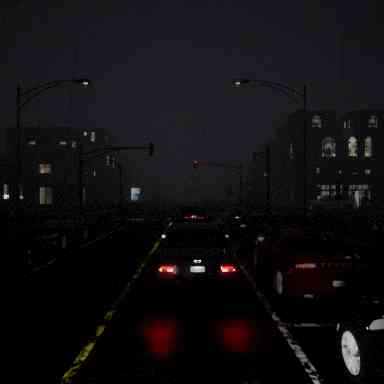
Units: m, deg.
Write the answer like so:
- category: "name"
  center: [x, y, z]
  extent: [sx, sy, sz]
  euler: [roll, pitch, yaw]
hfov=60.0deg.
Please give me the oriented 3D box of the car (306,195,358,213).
- category: "car"
  center: [15.596, 1.315, 37.278]
  extent: [5.566, 2.045, 2.150]
  euler: [0, 0, 1]

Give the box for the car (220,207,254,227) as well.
- category: "car"
  center: [2.687, 1.553, 19.704]
  extent: [2.008, 1.369, 4.403]
  euler: [0, 0, 0]

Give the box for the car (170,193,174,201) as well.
- category: "car"
  center: [-5.717, 1.451, 74.191]
  extent: [1.967, 1.590, 4.097]
  euler: [0, 0, 0]

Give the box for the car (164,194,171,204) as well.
- category: "car"
  center: [-5.713, 1.559, 63.147]
  extent: [2.008, 1.369, 4.403]
  euler: [0, 0, 0]

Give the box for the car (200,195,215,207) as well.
- category: "car"
  center: [2.672, 1.572, 52.094]
  extent: [1.947, 1.339, 4.313]
  euler: [0, 0, 0]

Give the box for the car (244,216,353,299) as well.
- category: "car"
  center: [2.691, 1.546, 8.320]
  extent: [1.887, 1.381, 4.507]
  euler: [0, 0, 0]

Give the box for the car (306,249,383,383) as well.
- category: "car"
  center: [2.694, 1.551, 2.628]
  extent: [2.008, 1.369, 4.403]
  euler: [0, 0, 0]

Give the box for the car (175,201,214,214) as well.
- category: "car"
  center: [0.092, 1.507, 19.499]
  extent: [1.837, 1.490, 4.892]
  euler: [0, 0, 0]

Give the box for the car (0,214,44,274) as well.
- category: "car"
  center: [-5.688, 1.441, 8.333]
  extent: [1.967, 1.590, 4.097]
  euler: [0, 0, 0]

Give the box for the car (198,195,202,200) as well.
- category: "car"
  center: [2.667, 1.590, 63.136]
  extent: [1.802, 1.307, 4.206]
  euler: [0, 0, 0]

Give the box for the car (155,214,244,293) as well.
- category: "car"
  center: [0.097, 1.548, 8.978]
  extent: [2.033, 1.411, 5.357]
  euler: [0, 0, 0]

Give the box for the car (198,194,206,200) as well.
- category: "car"
  center: [2.656, 1.458, 90.747]
  extent: [1.967, 1.590, 4.097]
  euler: [0, 0, 0]

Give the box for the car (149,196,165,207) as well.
- category: "car"
  center: [-5.708, 1.588, 52.103]
  extent: [1.802, 1.307, 4.206]
  euler: [0, 0, 0]

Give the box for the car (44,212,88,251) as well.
- category: "car"
  center: [-5.692, 1.552, 14.025]
  extent: [2.008, 1.369, 4.403]
  euler: [0, 0, 0]

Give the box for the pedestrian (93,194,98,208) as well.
- category: "pedestrian"
  center: [-12.570, 1.135, 43.234]
  extent: [0.375, 1.860, 0.375]
  euler: [0, -1, 1]

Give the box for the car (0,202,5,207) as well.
- category: "car"
  center: [-25.468, 1.447, 40.483]
  extent: [4.829, 1.417, 1.752]
  euler: [0, -1, 1]
